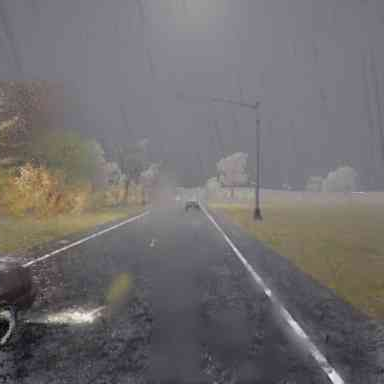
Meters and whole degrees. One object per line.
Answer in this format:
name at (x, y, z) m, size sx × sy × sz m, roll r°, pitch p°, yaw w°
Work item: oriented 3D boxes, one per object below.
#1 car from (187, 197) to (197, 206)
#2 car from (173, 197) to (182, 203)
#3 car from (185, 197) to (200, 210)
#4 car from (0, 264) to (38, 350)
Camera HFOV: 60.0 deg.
car at (0.081, 1.821, 63.815) m, size 1.837 × 1.490 × 4.892 m, roll 0°, pitch 0°, yaw 0°
car at (-3.521, 1.922, 81.651) m, size 1.812 × 1.442 × 4.674 m, roll 0°, pitch 0°, yaw 0°
car at (0.088, 1.740, 46.892) m, size 1.837 × 1.490 × 4.892 m, roll 0°, pitch 0°, yaw 0°
car at (-3.602, 1.567, 3.487) m, size 2.033 × 1.411 × 5.357 m, roll 0°, pitch 0°, yaw 0°
